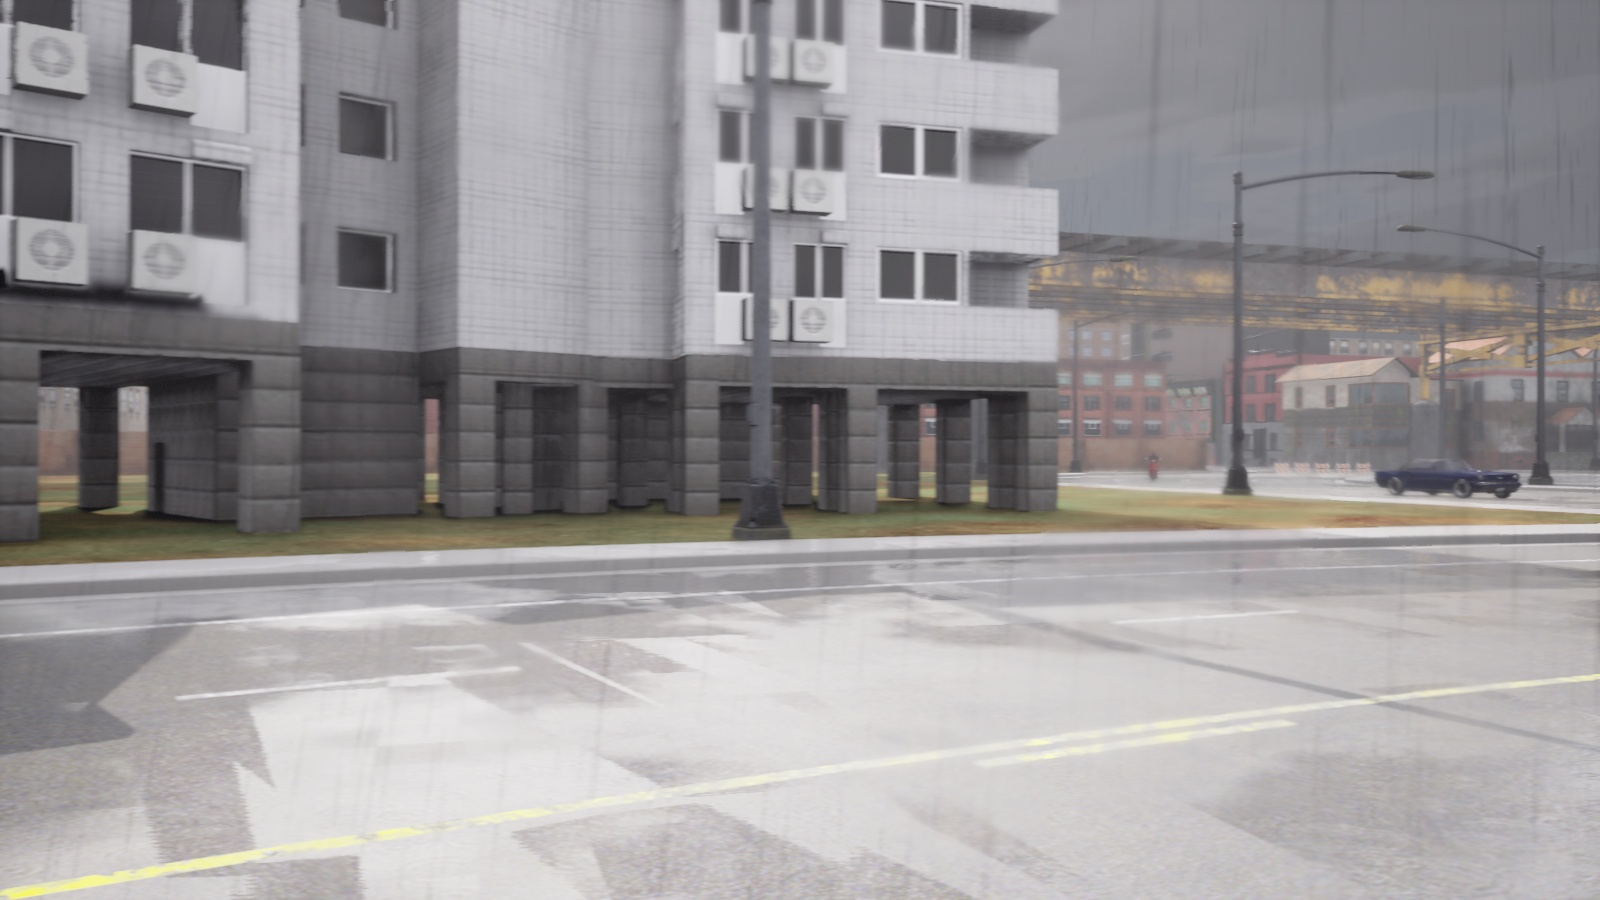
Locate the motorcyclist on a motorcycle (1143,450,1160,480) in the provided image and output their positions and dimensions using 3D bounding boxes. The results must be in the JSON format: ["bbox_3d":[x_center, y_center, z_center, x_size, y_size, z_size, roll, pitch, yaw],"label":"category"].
[{"bbox_3d":[18.718,0.774,66.843,0.866,1.590,1.817,1,0,16],"label":"motorcyclist on a motorcycle"}]

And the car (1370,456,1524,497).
[{"bbox_3d":[22.001,0.878,42.925,1.895,1.301,4.718,0,0,-18],"label":"car"}]
